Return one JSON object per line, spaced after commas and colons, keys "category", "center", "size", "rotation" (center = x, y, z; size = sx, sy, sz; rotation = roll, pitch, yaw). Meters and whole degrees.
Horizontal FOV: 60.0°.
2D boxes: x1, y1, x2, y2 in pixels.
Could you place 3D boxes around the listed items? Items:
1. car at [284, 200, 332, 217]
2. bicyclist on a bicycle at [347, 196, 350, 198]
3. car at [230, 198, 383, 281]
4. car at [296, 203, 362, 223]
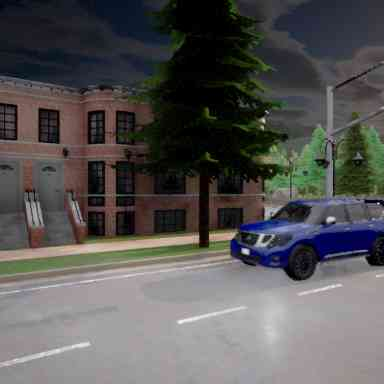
{"category": "car", "center": [11.254, 1.564, 32.504], "size": [1.994, 1.385, 4.181], "rotation": [0, 0, -31]}
{"category": "bicyclist on a bicycle", "center": [19.180, 1.301, 40.651], "size": [1.656, 1.620, 0.582], "rotation": [0, 0, -31]}
{"category": "car", "center": [3.847, 1.222, 10.127], "size": [5.566, 2.045, 2.150], "rotation": [0, 0, -28]}
{"category": "car", "center": [10.759, 1.601, 26.477], "size": [1.895, 1.301, 4.718], "rotation": [0, 0, -31]}
